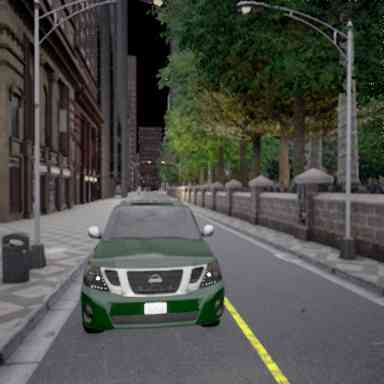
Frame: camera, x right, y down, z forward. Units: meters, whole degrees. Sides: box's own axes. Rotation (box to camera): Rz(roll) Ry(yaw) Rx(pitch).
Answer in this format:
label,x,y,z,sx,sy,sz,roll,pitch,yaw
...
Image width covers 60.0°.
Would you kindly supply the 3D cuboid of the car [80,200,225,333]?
label,x,y,z,sx,sy,sz,roll,pitch,yaw
car,-0.875,1.220,7.238,2.150,2.045,5.566,0,0,-8
